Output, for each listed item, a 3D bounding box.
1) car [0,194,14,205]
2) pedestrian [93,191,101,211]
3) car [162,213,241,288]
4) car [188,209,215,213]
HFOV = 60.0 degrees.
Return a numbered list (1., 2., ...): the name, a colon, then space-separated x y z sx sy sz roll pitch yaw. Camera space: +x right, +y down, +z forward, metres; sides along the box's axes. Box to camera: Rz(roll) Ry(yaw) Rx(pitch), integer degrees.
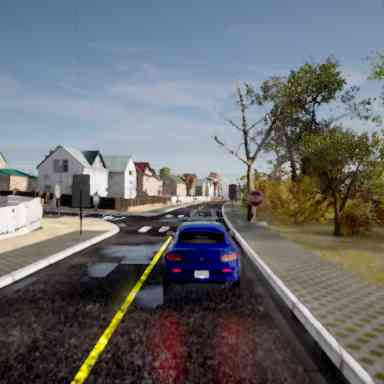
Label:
1. car: -14.642 0.874 25.073 4.674 1.442 1.812 3 0 2
2. pedestrian: -8.852 0.802 30.758 0.375 1.860 0.375 0 -3 2
3. car: 0.248 1.528 9.129 1.812 1.442 4.674 0 0 1
4. car: 0.586 1.618 19.524 1.895 1.301 4.718 0 0 2
